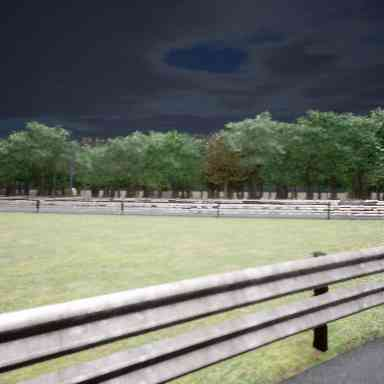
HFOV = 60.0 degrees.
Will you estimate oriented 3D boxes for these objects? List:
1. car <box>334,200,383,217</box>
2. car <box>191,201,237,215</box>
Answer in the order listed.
[{"bbox_3d":[17.564,1.640,35.138,4.553,1.767,2.097,0,0,13],"label":"car"},{"bbox_3d":[2.526,1.748,38.543,5.357,1.411,2.033,0,0,13],"label":"car"}]
